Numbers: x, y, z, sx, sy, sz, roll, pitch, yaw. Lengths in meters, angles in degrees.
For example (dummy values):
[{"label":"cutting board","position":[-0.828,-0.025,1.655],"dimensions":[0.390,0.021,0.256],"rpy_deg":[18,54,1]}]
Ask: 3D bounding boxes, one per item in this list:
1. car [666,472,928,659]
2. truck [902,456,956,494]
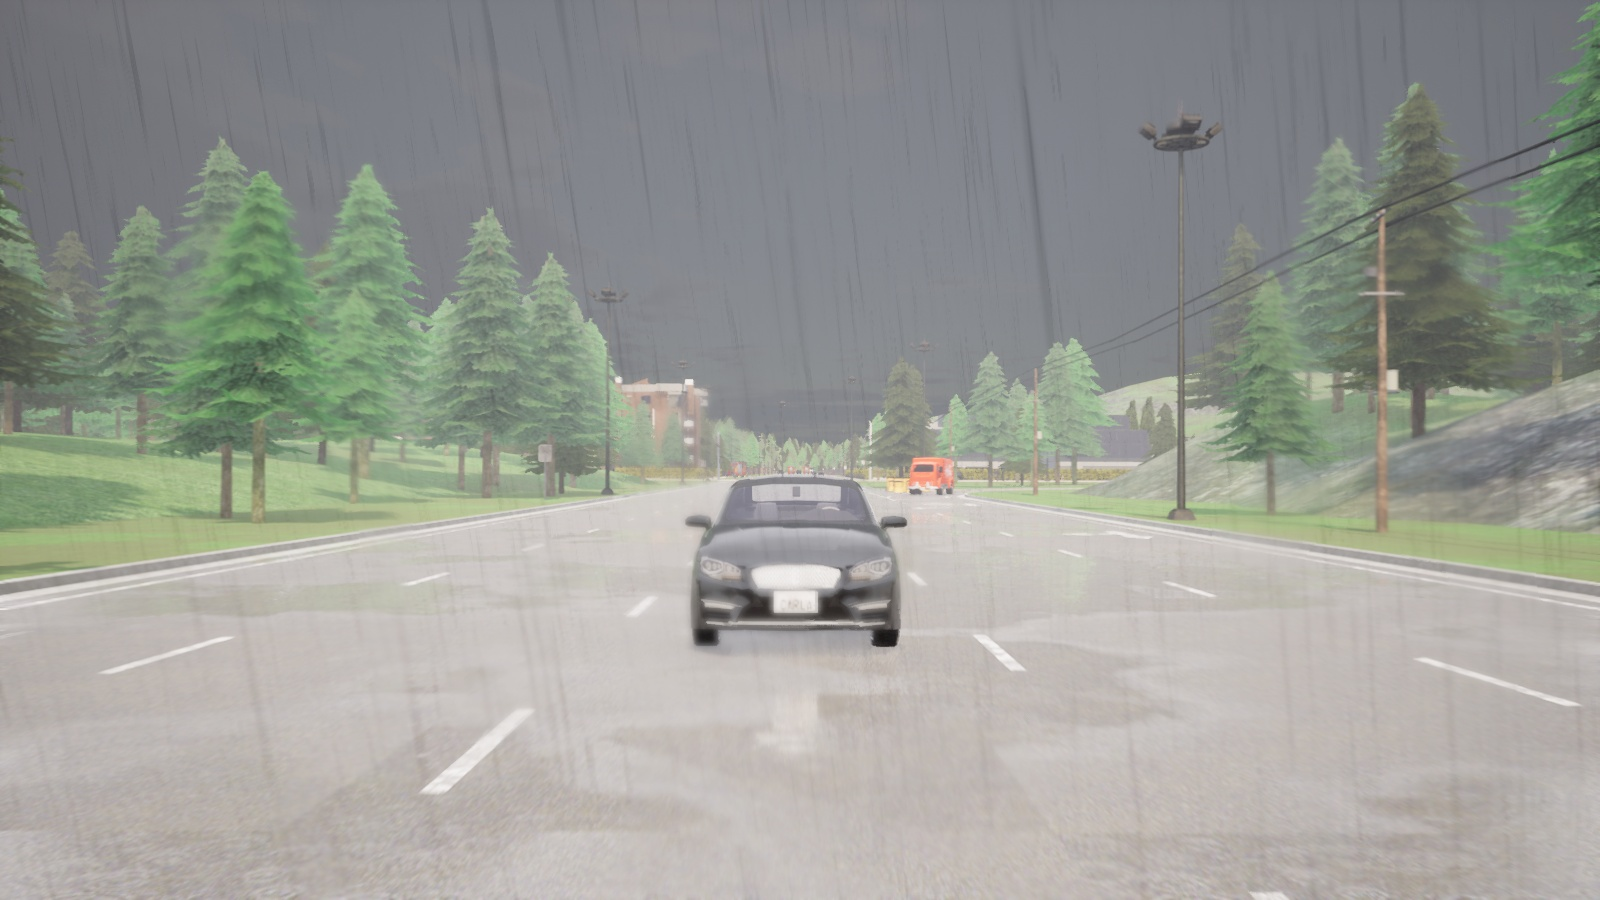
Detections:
[{"label":"car","position":[-0.031,0.981,12.688],"dimensions":[2.128,1.511,4.902],"rpy_deg":[0,-1,0]},{"label":"truck","position":[8.697,1.690,84.128],"dimensions":[2.627,2.467,5.204],"rpy_deg":[-1,-1,17]}]
